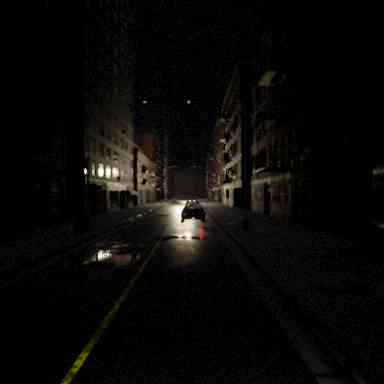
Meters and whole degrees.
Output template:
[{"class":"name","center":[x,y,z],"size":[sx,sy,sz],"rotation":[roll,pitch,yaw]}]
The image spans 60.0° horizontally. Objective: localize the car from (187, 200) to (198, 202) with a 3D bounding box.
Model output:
[{"class":"car","center":[0.081,1.787,44.750],"size":[1.895,1.301,4.718],"rotation":[0,0,0]}]

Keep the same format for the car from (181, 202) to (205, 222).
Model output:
[{"class":"car","center":[0.089,1.716,27.312],"size":[1.895,1.301,4.718],"rotation":[0,0,0]}]
